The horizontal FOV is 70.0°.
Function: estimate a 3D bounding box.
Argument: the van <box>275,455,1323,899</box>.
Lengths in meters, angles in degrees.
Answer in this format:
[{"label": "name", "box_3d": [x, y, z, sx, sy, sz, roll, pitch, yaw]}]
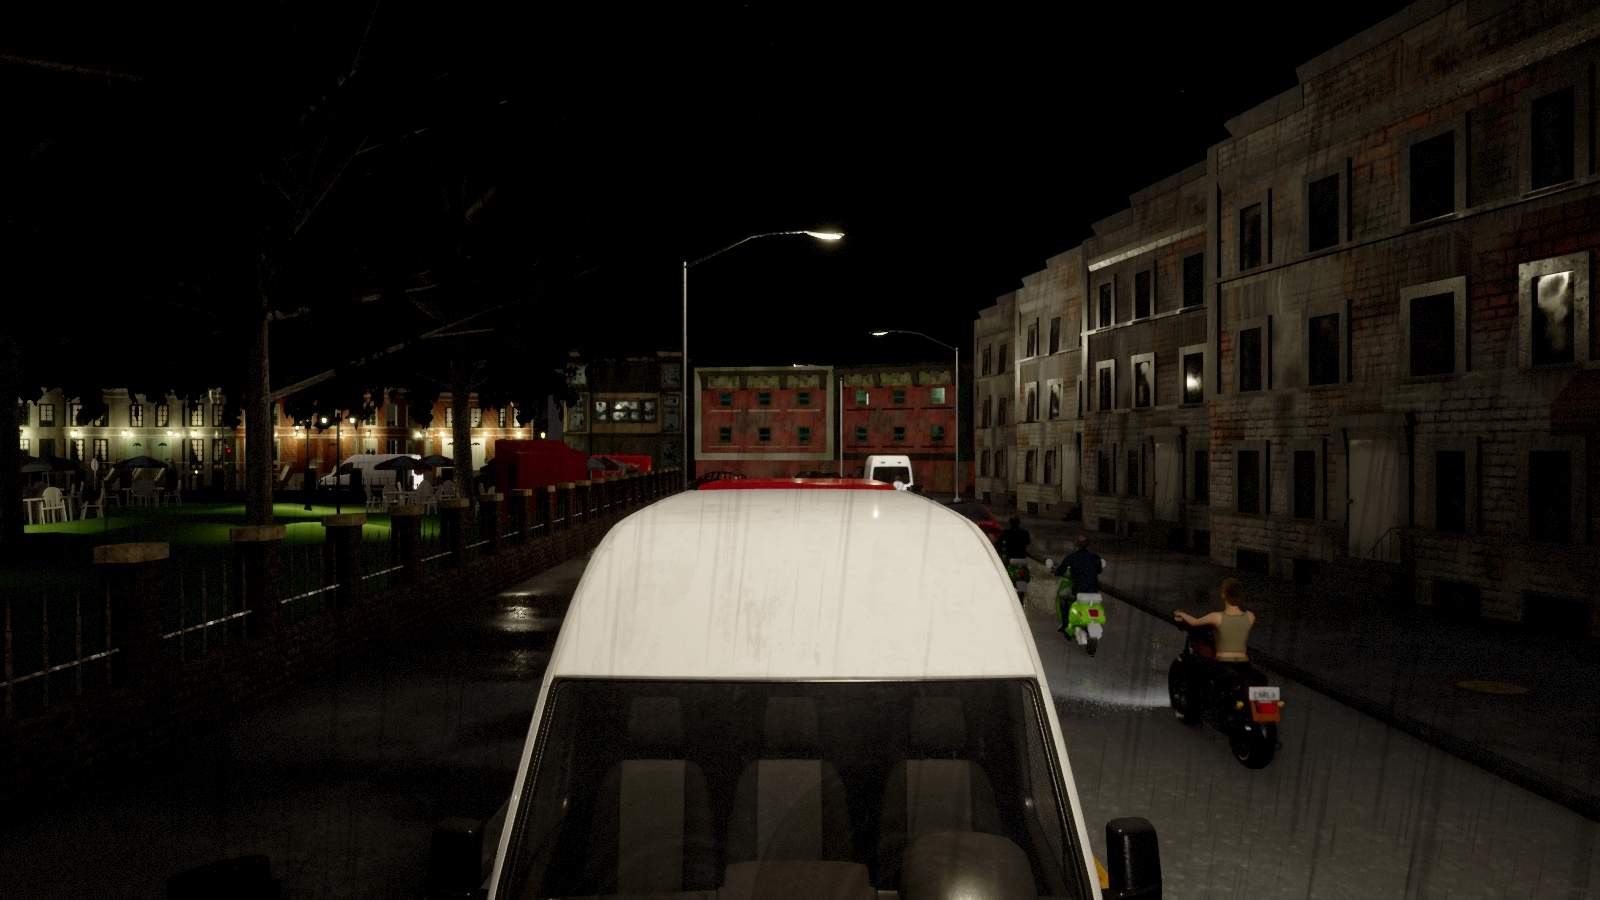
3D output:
[{"label": "van", "box_3d": [-0.006, 1.314, 5.127, 1.988, 2.561, 5.915, 0, 0, 0]}]

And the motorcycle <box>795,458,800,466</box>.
[{"label": "motorcycle", "box_3d": [-0.383, 1.962, 182.986, 0.856, 1.236, 1.805, 0, 0, 0]}]

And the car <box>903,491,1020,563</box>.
[{"label": "car", "box_3d": [3.915, 1.841, 28.607, 2.231, 1.480, 4.892, 0, 0, 0]}]
